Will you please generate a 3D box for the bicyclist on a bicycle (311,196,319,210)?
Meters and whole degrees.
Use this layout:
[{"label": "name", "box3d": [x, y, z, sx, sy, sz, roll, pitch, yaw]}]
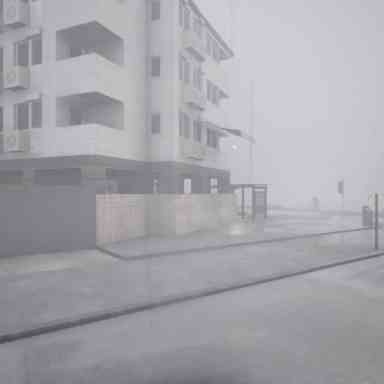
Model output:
[{"label": "bicyclist on a bicycle", "box3d": [14.652, 1.349, 39.554, 1.656, 1.620, 0.582, 0, 0, -35]}]
